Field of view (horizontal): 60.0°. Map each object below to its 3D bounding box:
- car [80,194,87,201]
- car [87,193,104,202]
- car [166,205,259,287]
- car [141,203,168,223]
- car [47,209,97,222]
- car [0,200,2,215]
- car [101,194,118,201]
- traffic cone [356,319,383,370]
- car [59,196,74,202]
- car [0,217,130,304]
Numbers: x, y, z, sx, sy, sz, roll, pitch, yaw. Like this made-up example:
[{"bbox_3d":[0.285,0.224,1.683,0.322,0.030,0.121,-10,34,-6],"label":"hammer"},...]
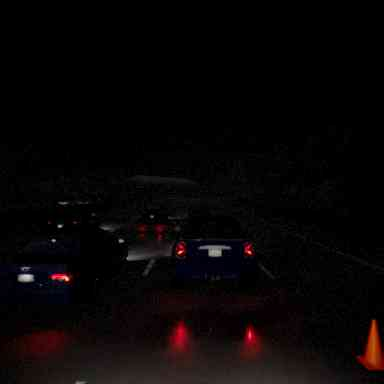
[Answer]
[{"bbox_3d":[-23.967,1.152,75.794,2.097,1.767,4.553,0,0,0],"label":"car"},{"bbox_3d":[-20.471,1.206,72.679,2.150,2.045,5.566,0,0,0],"label":"car"},{"bbox_3d":[0.531,1.421,9.728,2.097,1.767,4.553,0,0,0],"label":"car"},{"bbox_3d":[-2.943,1.626,26.871,1.812,1.442,4.674,0,0,0],"label":"car"},{"bbox_3d":[-6.456,1.656,18.469,1.994,1.385,4.181,0,0,0],"label":"car"},{"bbox_3d":[-20.628,1.578,32.087,1.837,1.490,4.892,0,0,0],"label":"car"},{"bbox_3d":[-16.977,1.605,69.629,1.895,1.301,4.718,0,0,0],"label":"car"},{"bbox_3d":[2.435,1.996,4.450,0.340,0.580,0.340,0,0,0],"label":"traffic cone"},{"bbox_3d":[-27.472,1.525,72.720,1.994,1.385,4.181,0,0,0],"label":"car"},{"bbox_3d":[-2.967,1.605,8.482,2.033,1.411,5.357,0,0,0],"label":"car"}]
